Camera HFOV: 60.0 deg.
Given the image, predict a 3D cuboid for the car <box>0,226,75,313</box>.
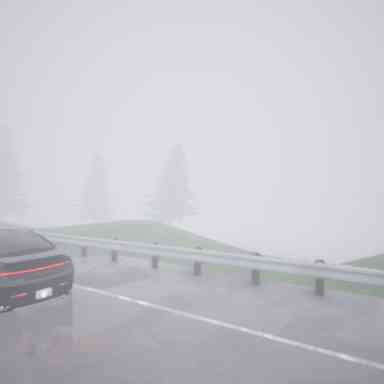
[{"bbox_3d":[-4.553,1.492,7.089,4.892,1.490,1.837,0,0,34],"label":"car"}]
